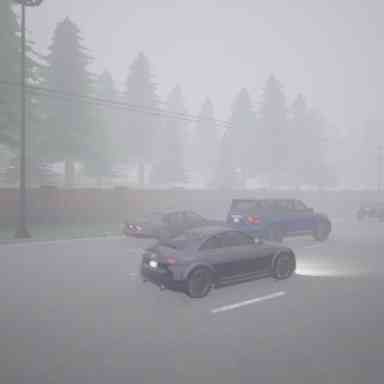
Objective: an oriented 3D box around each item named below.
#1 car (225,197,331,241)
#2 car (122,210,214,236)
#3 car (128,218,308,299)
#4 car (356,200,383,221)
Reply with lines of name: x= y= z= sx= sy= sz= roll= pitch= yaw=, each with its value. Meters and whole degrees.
car: x=3.995 y=1.256 z=15.157 sx=5.566 sy=2.045 sz=2.150 roll=0 pitch=0 yaw=-35
car: x=-0.649 y=1.579 z=16.153 sx=5.357 sy=1.411 sz=2.033 roll=0 pitch=0 yaw=-35
car: x=0.768 y=1.582 z=8.574 sx=4.181 sy=1.385 sz=1.994 roll=0 pitch=0 yaw=-35
car: x=15.807 y=1.426 z=27.835 sx=4.553 sy=1.767 sz=2.097 roll=0 pitch=0 yaw=-35
